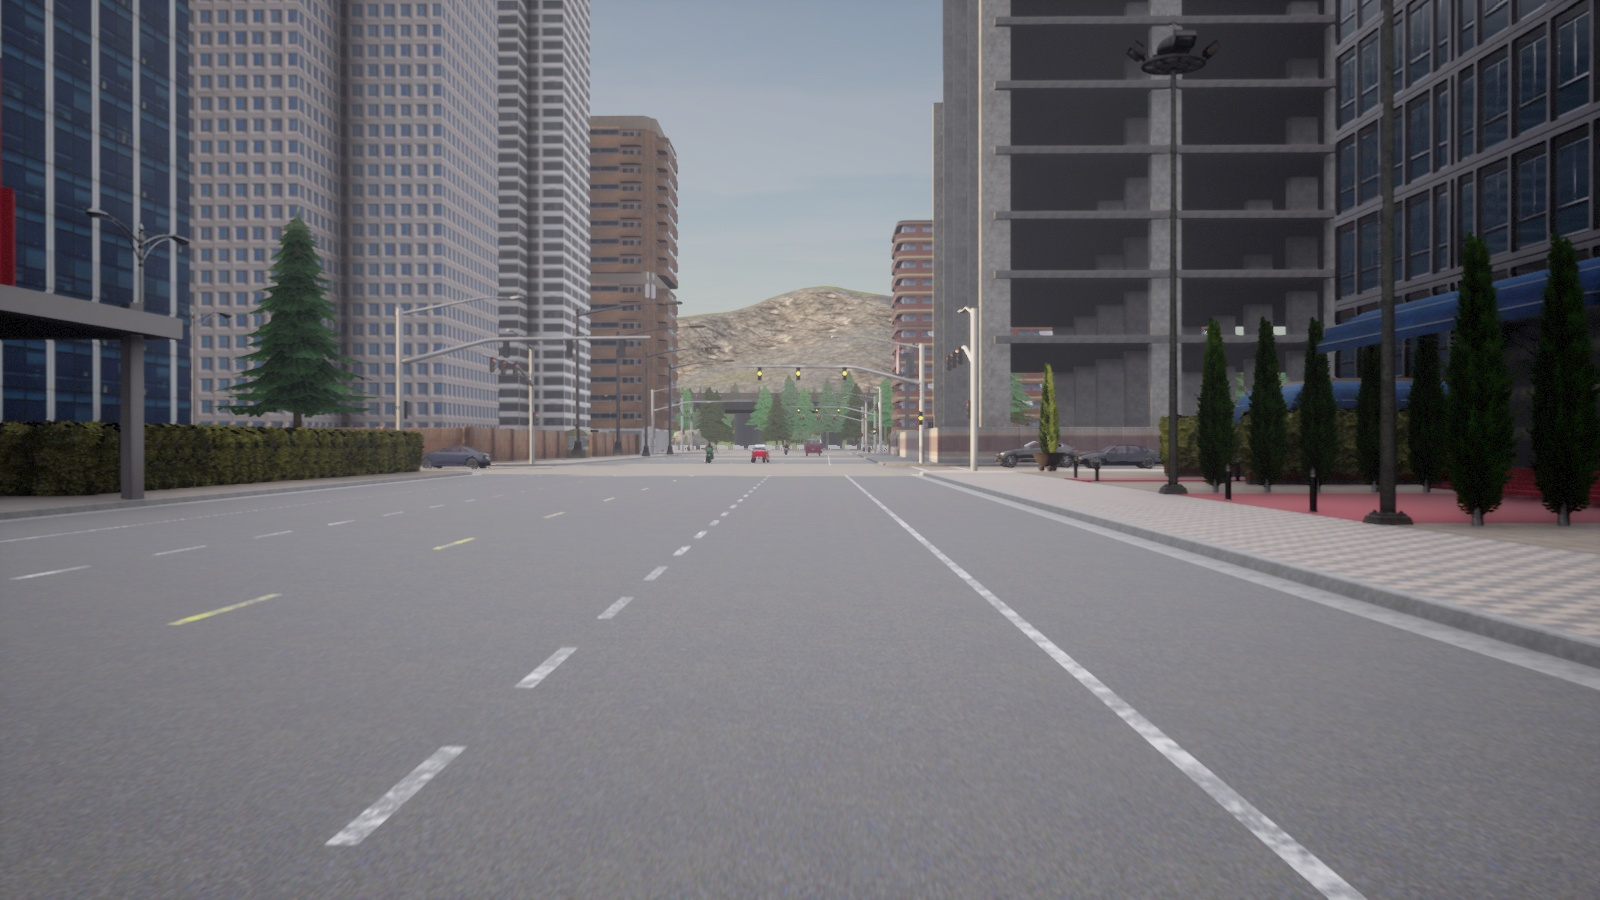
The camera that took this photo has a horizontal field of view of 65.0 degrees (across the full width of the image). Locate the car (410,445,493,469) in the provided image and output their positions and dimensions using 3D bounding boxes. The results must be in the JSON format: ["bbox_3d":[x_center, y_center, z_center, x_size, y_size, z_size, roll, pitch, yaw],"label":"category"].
[{"bbox_3d":[-20.086,0.386,72.440,4.181,1.385,1.994,0,0,3],"label":"car"}]

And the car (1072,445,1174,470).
[{"bbox_3d":[18.463,0.403,72.002,5.357,1.411,2.033,0,0,1],"label":"car"}]

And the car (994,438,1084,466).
[{"bbox_3d":[14.314,0.111,75.551,5.027,1.651,2.152,0,0,1],"label":"car"}]

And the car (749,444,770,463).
[{"bbox_3d":[-3.027,0.263,95.153,1.481,1.376,2.207,0,1,1],"label":"car"}]
